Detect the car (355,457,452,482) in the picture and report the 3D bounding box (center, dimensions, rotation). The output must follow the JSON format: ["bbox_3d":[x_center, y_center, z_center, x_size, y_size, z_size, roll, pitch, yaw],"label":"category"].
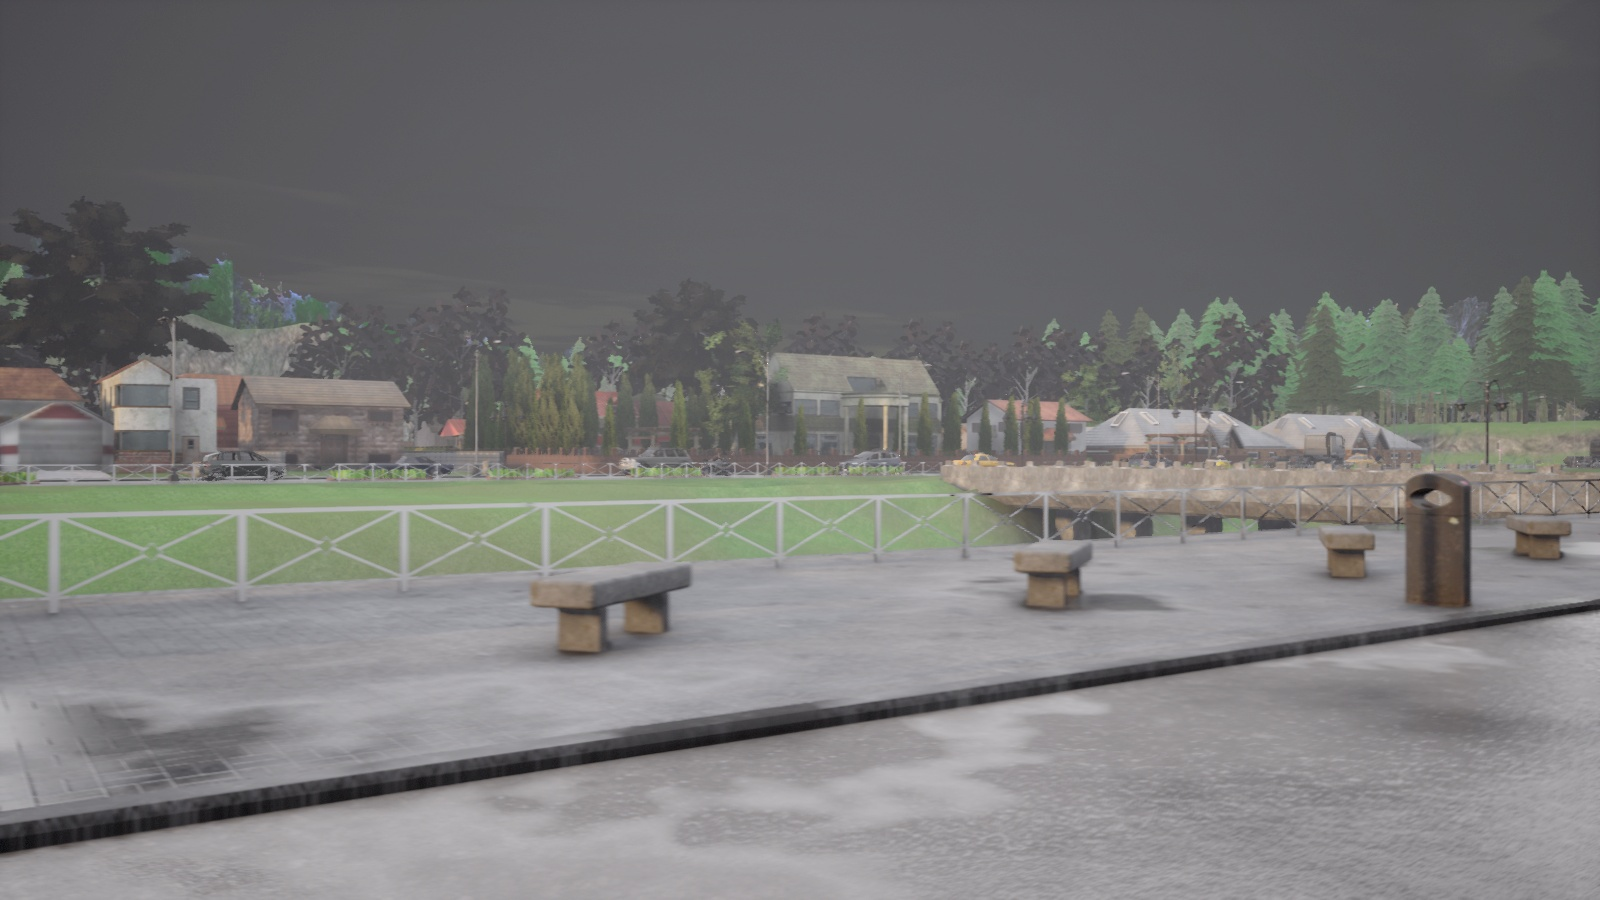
[{"bbox_3d":[-21.808,1.061,69.132,4.718,1.301,1.895,0,0,-35],"label":"car"}]

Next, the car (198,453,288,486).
[{"bbox_3d":[-26.900,0.929,60.716,3.705,1.549,1.789,0,0,-35],"label":"car"}]

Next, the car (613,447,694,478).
[{"bbox_3d":[-9.100,0.772,77.974,4.605,1.855,1.932,0,0,-35],"label":"car"}]

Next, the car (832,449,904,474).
[{"bbox_3d":[4.775,0.794,87.627,4.611,1.667,2.242,0,0,-35],"label":"car"}]

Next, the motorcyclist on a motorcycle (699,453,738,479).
[{"bbox_3d":[-4.934,0.976,75.998,2.191,1.530,0.866,0,0,-35],"label":"motorcyclist on a motorcycle"}]

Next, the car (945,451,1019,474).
[{"bbox_3d":[12.823,0.873,88.352,5.366,1.575,1.801,0,0,-35],"label":"car"}]
